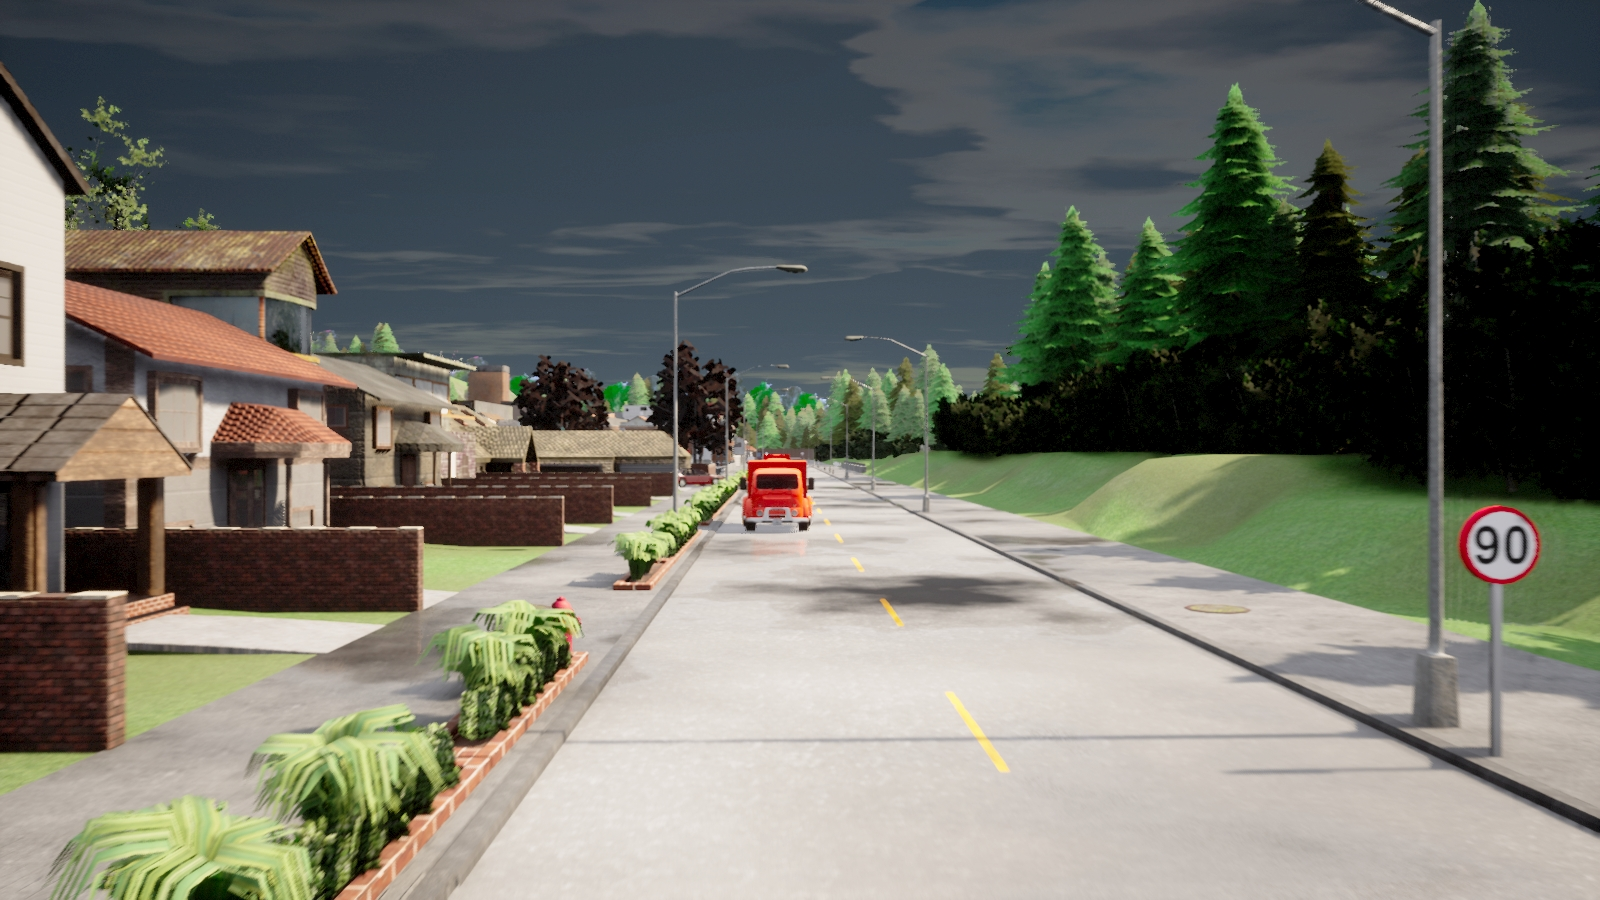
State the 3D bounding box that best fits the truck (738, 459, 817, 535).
[{"bbox_3d":[-0.810,1.574,40.557,2.627,2.467,5.204,0,0,-1],"label":"truck"}]
